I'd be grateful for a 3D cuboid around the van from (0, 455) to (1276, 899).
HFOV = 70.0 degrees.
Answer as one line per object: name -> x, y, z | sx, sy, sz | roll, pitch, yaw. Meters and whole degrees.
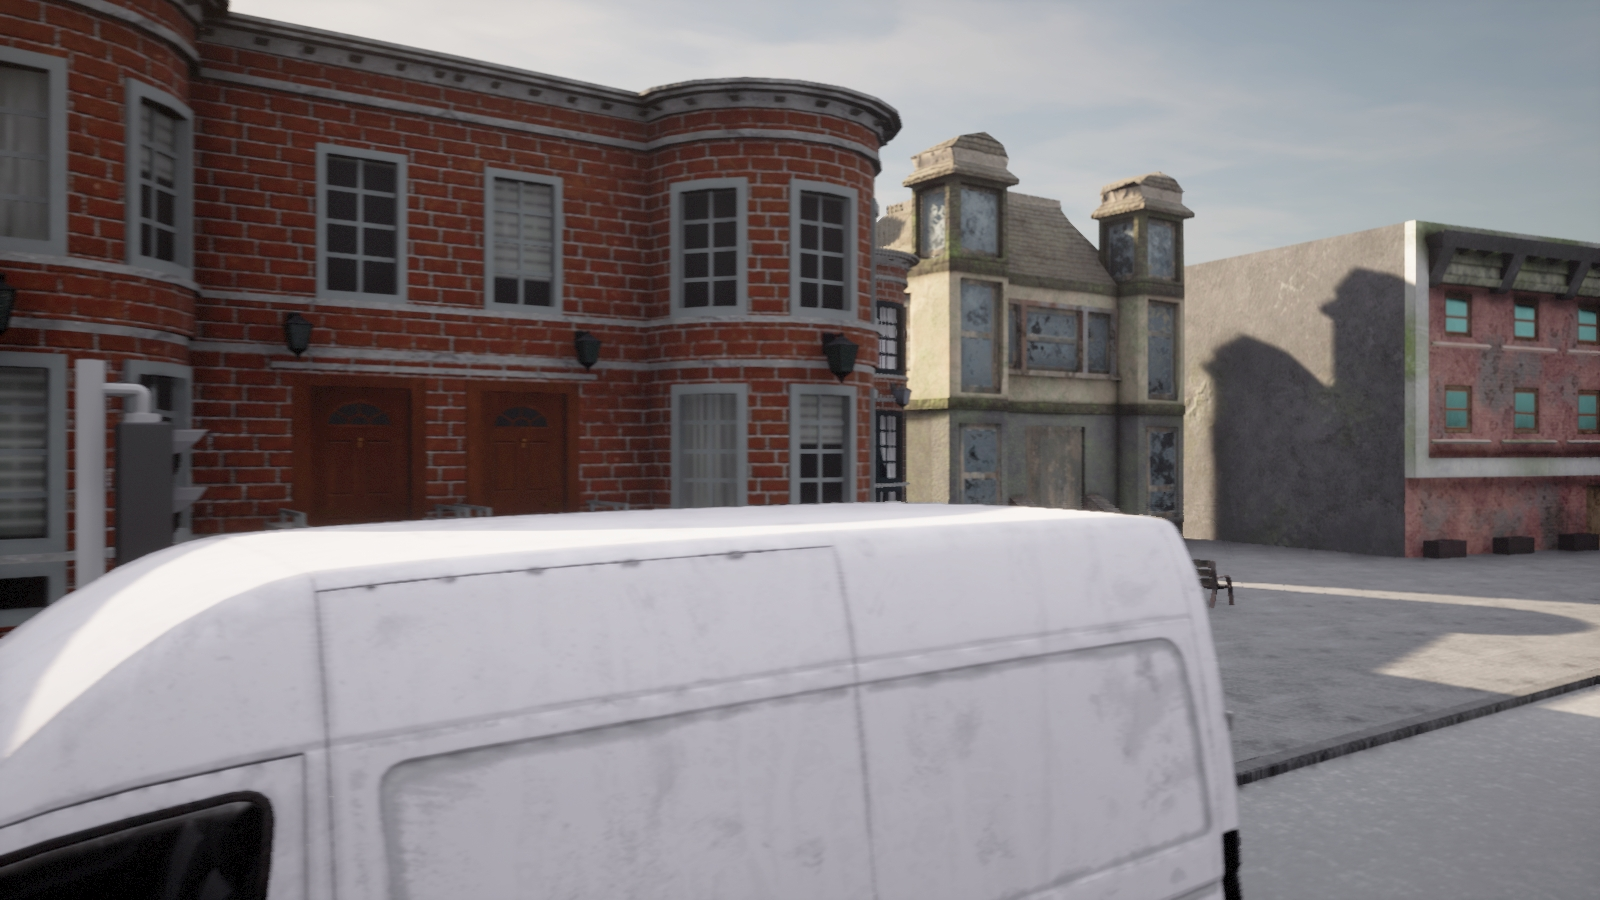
van -> -1.112, 1.314, 3.626 | 5.915, 2.561, 1.988 | 0, 0, -35
